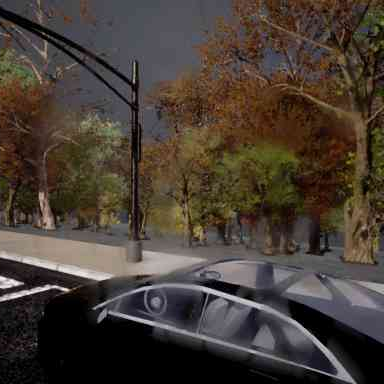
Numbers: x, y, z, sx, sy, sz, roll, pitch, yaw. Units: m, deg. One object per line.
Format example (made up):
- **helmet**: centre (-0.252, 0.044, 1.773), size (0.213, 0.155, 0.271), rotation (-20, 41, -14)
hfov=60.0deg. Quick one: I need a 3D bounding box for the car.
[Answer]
- **car**: centre (0.259, 1.491, 3.489), size (4.902, 1.511, 2.128), rotation (0, 0, 37)
